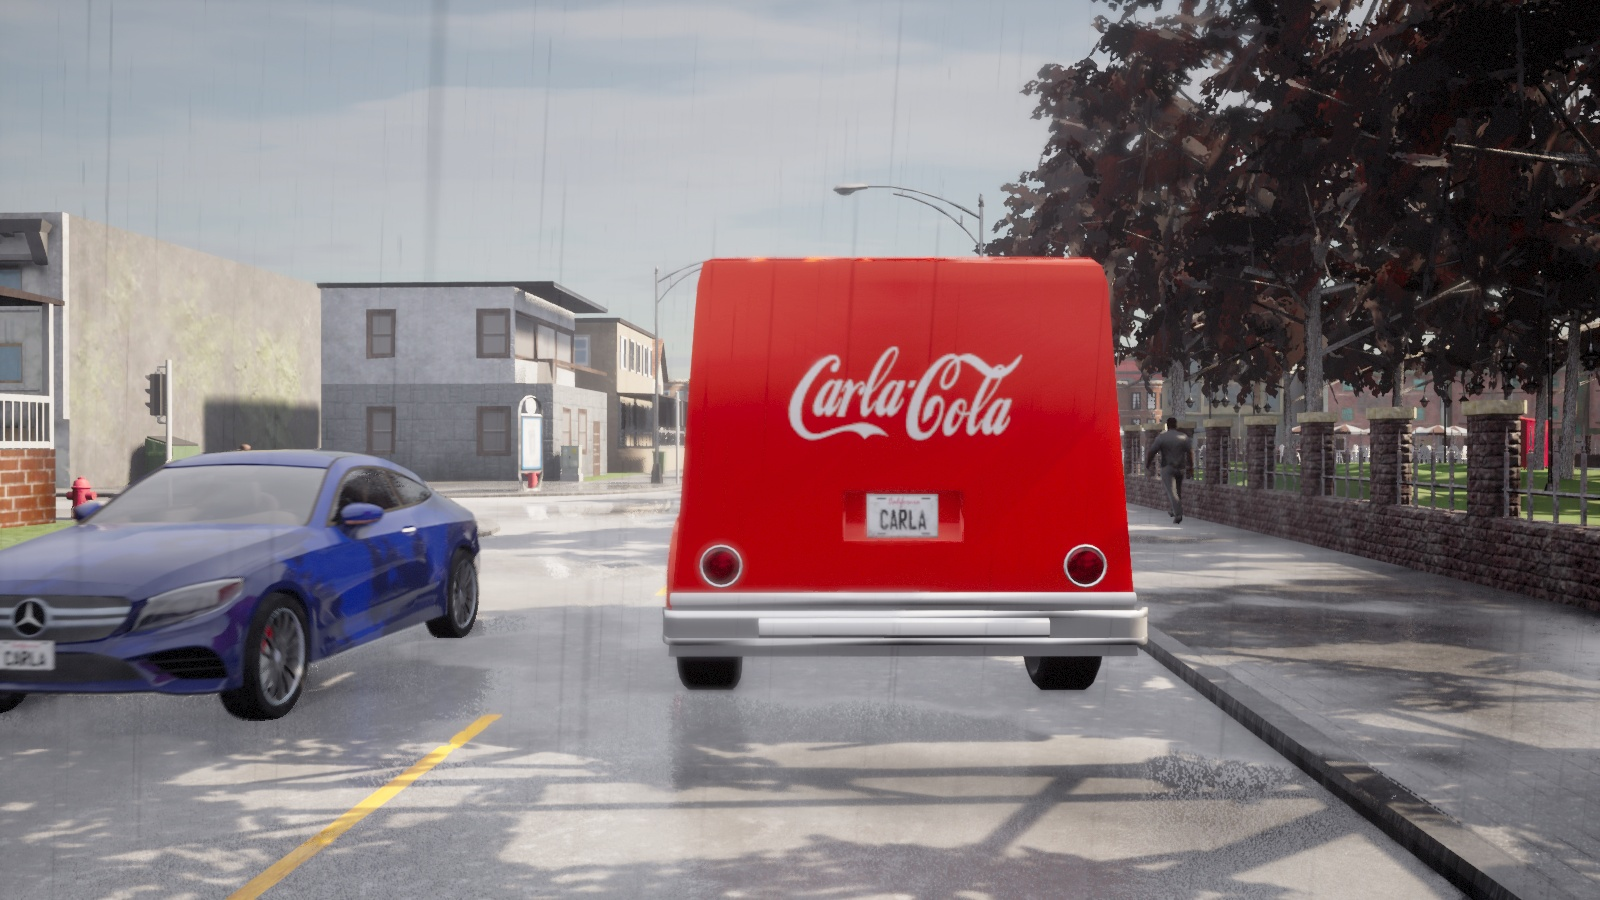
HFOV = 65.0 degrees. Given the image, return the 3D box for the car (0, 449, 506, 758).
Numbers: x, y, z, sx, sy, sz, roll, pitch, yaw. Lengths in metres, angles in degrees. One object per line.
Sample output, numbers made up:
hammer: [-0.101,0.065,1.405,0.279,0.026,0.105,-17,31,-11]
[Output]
car: [-3.577,0.722,8.340,1.812,1.442,4.674,0,0,5]

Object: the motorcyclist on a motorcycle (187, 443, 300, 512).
motorcyclist on a motorcycle: [-12.578,0.611,28.432,2.191,1.530,0.866,0,0,3]

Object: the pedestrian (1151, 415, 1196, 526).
pedestrian: [6.455,0.339,21.726,0.563,1.883,0.849,0,0,3]

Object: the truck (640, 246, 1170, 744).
truck: [0.519,0.210,8.828,2.627,2.467,5.204,0,0,0]
